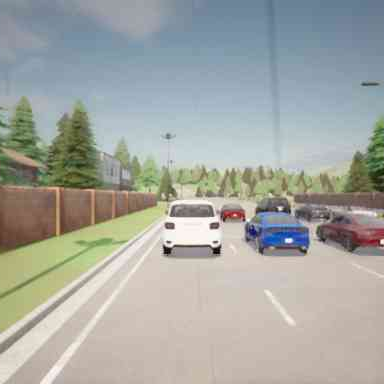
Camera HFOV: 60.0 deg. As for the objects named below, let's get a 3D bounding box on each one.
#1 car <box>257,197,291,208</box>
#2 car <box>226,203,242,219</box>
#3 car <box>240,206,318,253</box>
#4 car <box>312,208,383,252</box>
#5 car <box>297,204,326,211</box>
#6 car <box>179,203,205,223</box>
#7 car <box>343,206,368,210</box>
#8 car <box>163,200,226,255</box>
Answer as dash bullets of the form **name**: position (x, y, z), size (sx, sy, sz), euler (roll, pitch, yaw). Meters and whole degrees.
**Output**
- **car**: position (7.008, 1.488, 29.039), size (2.150, 2.045, 5.566), euler (0, 0, 0)
- **car**: position (3.513, 1.754, 29.492), size (1.882, 1.535, 5.008), euler (0, 0, 0)
- **car**: position (3.510, 1.614, 14.492), size (1.882, 1.535, 5.008), euler (0, 0, 0)
- **car**: position (7.009, 1.661, 14.382), size (1.812, 1.442, 4.674), euler (0, 0, 0)
- **car**: position (10.511, 1.766, 29.305), size (2.128, 1.511, 4.902), euler (0, 0, 0)
- **car**: position (0.011, 1.767, 29.314), size (2.128, 1.511, 4.902), euler (0, 0, 0)
- **car**: position (14.008, 1.873, 29.115), size (1.895, 1.301, 4.718), euler (0, 0, 0)
- **car**: position (0.005, 1.348, 14.030), size (2.150, 2.045, 5.566), euler (0, 0, 0)
